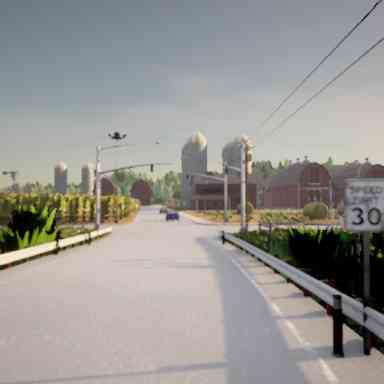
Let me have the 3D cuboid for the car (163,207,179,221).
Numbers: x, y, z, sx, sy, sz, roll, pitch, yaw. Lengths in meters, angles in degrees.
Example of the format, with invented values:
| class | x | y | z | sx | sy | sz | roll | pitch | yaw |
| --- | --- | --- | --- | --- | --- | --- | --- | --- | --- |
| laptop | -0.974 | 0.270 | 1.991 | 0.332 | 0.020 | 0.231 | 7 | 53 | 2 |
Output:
| class | x | y | z | sx | sy | sz | roll | pitch | yaw |
| --- | --- | --- | --- | --- | --- | --- | --- | --- | --- |
| car | -3.007 | 3.556 | 50.493 | 1.882 | 1.535 | 5.008 | 0 | -2 | -7 |

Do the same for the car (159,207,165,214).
| class | x | y | z | sx | sy | sz | roll | pitch | yaw |
| --- | --- | --- | --- | --- | --- | --- | --- | --- | --- |
| car | -6.513 | 4.233 | 75.596 | 2.128 | 1.511 | 4.902 | 0 | -2 | -8 |
